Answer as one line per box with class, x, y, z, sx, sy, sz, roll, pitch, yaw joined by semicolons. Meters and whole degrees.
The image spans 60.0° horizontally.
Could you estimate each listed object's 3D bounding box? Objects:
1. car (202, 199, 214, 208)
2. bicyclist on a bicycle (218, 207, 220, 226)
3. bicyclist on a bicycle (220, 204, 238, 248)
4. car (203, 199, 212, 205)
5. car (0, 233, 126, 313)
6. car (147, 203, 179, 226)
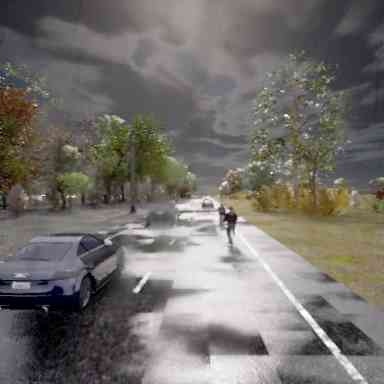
car;2.760;2.047;57.852;1.994;1.385;4.181;-1;0;3
bicyclist on a bicycle;2.082;1.637;23.195;0.582;1.620;1.656;-1;-1;3
bicyclist on a bicycle;1.689;1.481;14.407;0.659;1.776;1.843;-1;0;3
car;3.374;2.212;73.754;1.895;1.301;4.718;-1;-1;3
car;-2.967;1.662;7.967;1.994;1.385;4.181;-1;0;3
car;-2.167;1.600;25.943;2.097;1.767;4.553;-1;-1;3
